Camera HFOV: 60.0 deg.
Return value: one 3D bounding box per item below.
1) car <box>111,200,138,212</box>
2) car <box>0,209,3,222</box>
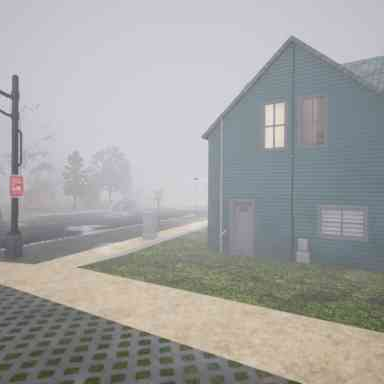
[{"bbox_3d":[-9.478,1.856,46.788,2.097,1.767,4.553,1,0,20],"label":"car"},{"bbox_3d":[-16.739,1.520,25.018,2.097,1.767,4.553,1,-1,17],"label":"car"}]
